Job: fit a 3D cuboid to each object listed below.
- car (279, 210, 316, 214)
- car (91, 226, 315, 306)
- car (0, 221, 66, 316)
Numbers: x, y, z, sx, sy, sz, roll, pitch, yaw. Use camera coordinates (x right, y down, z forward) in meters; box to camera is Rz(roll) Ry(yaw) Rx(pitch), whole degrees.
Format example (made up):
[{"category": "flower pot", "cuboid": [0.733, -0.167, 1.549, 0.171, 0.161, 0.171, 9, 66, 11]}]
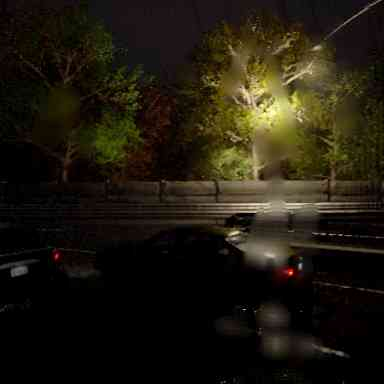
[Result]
[{"category": "car", "cuboid": [4.852, 1.559, 16.450, 4.718, 1.301, 1.895, 0, 0, -6]}, {"category": "car", "cuboid": [0.030, 1.534, 7.959, 5.357, 1.411, 2.033, 0, 0, 33]}, {"category": "car", "cuboid": [-4.697, 1.363, 6.723, 4.553, 1.767, 2.097, 0, 0, 32]}]
